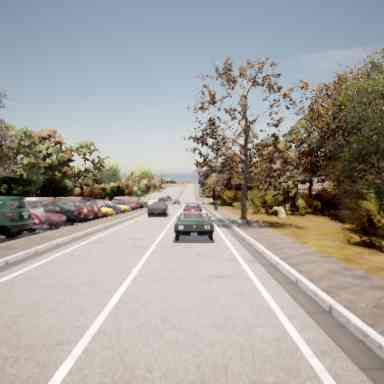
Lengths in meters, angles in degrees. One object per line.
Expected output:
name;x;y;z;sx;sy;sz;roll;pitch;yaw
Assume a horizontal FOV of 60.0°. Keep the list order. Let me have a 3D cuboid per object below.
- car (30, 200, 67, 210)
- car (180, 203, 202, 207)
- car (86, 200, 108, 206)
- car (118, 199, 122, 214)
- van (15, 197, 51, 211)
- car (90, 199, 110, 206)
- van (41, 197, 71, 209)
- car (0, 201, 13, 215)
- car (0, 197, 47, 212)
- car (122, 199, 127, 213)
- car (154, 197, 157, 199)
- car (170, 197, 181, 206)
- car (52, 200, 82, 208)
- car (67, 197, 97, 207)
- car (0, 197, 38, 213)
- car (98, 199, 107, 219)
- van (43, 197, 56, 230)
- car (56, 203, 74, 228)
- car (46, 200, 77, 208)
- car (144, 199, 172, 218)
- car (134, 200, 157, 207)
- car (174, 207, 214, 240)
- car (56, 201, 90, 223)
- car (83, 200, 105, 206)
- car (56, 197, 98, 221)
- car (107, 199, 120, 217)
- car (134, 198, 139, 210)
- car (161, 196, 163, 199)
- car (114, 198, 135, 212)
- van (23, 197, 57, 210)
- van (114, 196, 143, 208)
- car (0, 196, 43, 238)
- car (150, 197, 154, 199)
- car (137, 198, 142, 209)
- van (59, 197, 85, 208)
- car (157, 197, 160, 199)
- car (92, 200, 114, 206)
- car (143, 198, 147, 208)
car;-23.368;2.052;54.297;5.008;1.535;2.097;0;-1;0
car;0.082;1.827;34.916;1.994;1.385;4.181;0;-1;0
car;-23.313;2.670;81.981;4.792;1.488;2.163;0;-1;0
car;-10.291;1.766;34.790;4.892;1.521;2.231;0;-1;0
van;-23.250;1.745;48.761;4.442;1.987;1.878;0;-1;0
car;-23.372;2.577;84.630;4.553;1.767;2.185;0;-1;0
van;-23.252;1.870;57.086;4.442;1.987;1.878;0;-1;0
car;-23.369;1.808;37.677;5.008;1.535;2.097;0;-1;0
car;-23.341;1.679;45.992;5.566;2.045;2.435;0;-1;0
car;-10.302;1.807;37.566;4.892;1.521;2.231;0;-1;0
car;-10.090;2.247;65.193;5.366;1.575;1.946;0;-1;0
car;-3.397;2.395;75.237;1.882;1.535;5.008;0;-1;0
car;-23.386;2.222;62.472;4.792;1.488;2.163;0;-1;0
car;-23.379;2.130;70.911;5.566;2.045;2.435;0;-1;0
car;-23.343;1.638;43.222;5.566;2.045;2.435;0;-1;0
car;-10.270;1.558;29.240;4.553;1.767;2.185;0;-1;0
van;-10.193;1.294;18.138;4.442;1.987;1.878;0;-1;0
car;-10.310;1.601;20.910;4.674;1.452;2.002;0;-1;0
car;-23.388;2.172;59.833;4.792;1.488;2.163;0;-1;0
car;-3.359;1.724;33.673;1.882;1.535;5.008;0;-1;0
car;-10.275;2.446;73.639;4.892;1.521;2.231;0;-1;0
car;0.098;1.669;17.495;1.895;1.301;4.718;0;0;0
car;-10.300;1.602;23.686;5.008;1.535;2.097;0;-1;0
car;-23.342;2.616;79.212;4.674;1.452;2.002;0;-1;0
car;-10.272;1.517;26.464;4.553;1.767;2.185;0;-1;0
car;-10.114;1.721;32.014;5.366;1.575;1.946;0;-1;0
car;-10.260;1.958;45.893;4.792;1.488;2.163;0;-1;0
car;-10.293;2.324;79.197;5.566;2.045;2.435;0;-1;0
car;-10.108;1.843;40.341;5.366;1.575;1.946;0;-1;0
van;-23.481;1.786;51.531;4.442;1.987;1.878;0;-1;0
van;-10.402;1.784;51.449;4.442;1.987;1.878;0;-1;0
car;-10.340;1.228;15.362;5.566;2.045;2.435;0;-1;0
car;-10.462;2.191;62.541;5.366;1.575;1.946;0;-1;0
car;-10.258;1.998;48.669;4.792;1.488;2.163;0;-1;0
van;-23.472;2.026;65.248;4.442;1.987;1.878;0;-1;0
car;-10.086;2.377;70.864;5.366;1.575;1.946;0;-1;0
car;-23.334;2.767;87.398;5.008;1.535;2.097;0;-1;0
car;-10.312;2.080;54.221;4.792;1.488;2.163;0;-1;0
